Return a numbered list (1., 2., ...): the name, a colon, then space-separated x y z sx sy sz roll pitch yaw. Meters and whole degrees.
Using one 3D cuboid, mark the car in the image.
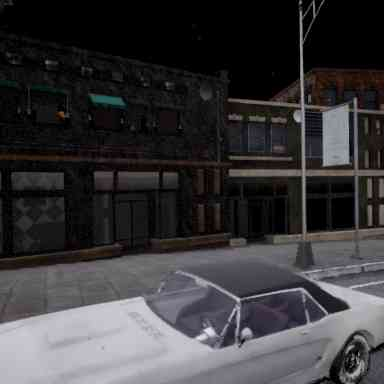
1. car: 0.228 1.596 3.871 4.718 1.301 1.895 0 0 -30
